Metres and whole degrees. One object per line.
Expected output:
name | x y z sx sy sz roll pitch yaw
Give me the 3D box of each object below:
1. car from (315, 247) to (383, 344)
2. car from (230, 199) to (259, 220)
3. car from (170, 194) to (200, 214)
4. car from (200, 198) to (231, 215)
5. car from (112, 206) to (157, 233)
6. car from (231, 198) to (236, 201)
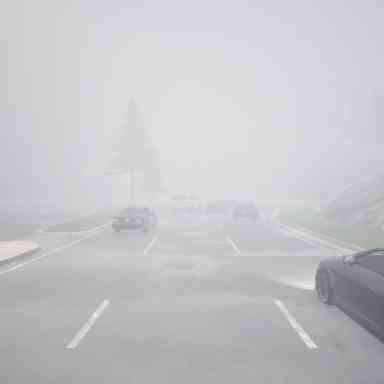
car | 3.601 1.563 5.402 1.994 1.385 4.181 0 0 0
car | 4.670 1.564 28.549 1.994 1.385 4.181 0 0 12
car | -0.620 1.221 36.079 2.150 2.045 5.566 0 0 15
car | 2.536 1.526 34.194 1.812 1.442 4.674 0 0 15
car | -3.293 1.547 19.860 2.033 1.411 5.357 0 0 2
car | 5.294 1.526 44.155 1.812 1.442 4.674 0 0 16
